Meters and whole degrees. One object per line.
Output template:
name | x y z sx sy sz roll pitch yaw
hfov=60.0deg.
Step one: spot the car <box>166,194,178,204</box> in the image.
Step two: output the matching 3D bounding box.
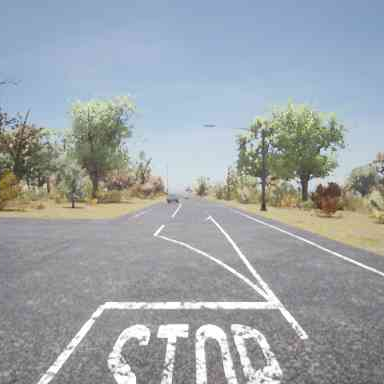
car | -3.909 1.337 66.724 2.150 2.045 5.566 0 0 -1
